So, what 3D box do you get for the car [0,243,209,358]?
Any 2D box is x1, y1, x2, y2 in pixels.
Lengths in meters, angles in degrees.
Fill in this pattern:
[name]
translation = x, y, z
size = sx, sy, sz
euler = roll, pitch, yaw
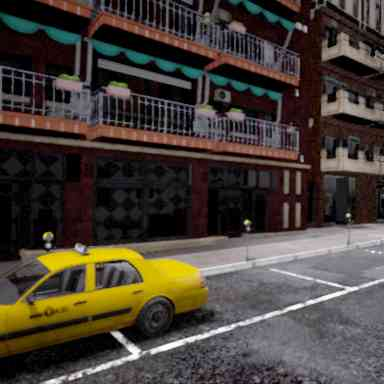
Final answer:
[car]
translation = -1.974, 1.530, 5.136
size = 4.829, 1.417, 1.752
euler = 0, 1, -35
